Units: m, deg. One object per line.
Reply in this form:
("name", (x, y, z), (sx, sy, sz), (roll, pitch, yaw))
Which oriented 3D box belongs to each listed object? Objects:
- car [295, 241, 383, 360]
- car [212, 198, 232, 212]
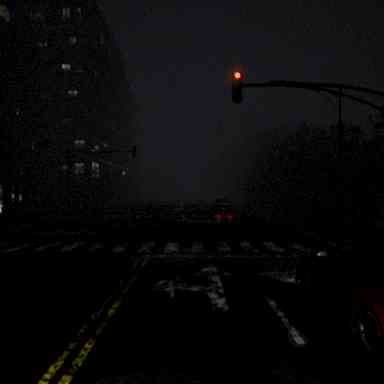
("car", (3.345, 1.558, 5.932), (1.994, 1.385, 4.181), (0, 0, 0))
("car", (3.321, 1.466, 37.338), (2.128, 1.511, 4.902), (0, 0, 0))
